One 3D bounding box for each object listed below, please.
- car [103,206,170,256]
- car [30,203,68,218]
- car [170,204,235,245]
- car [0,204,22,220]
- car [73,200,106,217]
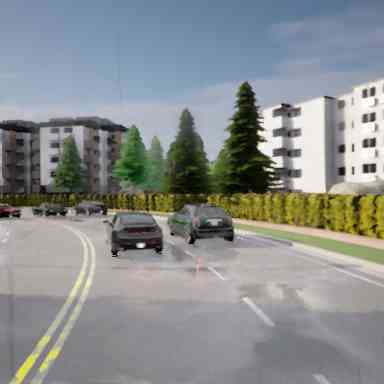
[{"bbox_3d":[-2.431,1.534,13.407,1.837,1.490,4.892,0,0,-17],"label":"car"},{"bbox_3d":[-13.671,1.727,31.644,1.895,1.301,4.718,0,0,-45],"label":"car"},{"bbox_3d":[0.259,1.362,16.059,2.097,1.767,4.553,0,0,-19],"label":"car"},{"bbox_3d":[-16.854,1.749,29.594,4.718,1.301,1.895,0,0,43],"label":"car"},{"bbox_3d":[-10.093,1.606,32.848,1.837,1.490,4.892,0,-1,-42],"label":"car"}]
